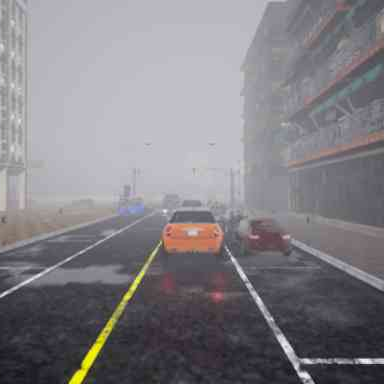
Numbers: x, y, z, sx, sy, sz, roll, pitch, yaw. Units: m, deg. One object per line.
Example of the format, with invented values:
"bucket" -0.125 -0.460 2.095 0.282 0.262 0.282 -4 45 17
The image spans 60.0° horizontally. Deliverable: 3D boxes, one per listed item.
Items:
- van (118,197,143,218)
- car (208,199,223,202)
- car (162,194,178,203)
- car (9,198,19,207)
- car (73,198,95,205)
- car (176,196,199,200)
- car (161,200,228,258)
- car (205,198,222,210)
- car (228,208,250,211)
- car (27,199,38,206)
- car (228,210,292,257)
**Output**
"van" -5.355 1.346 29.345 1.690 1.788 3.998 0 0 0
"car" 2.650 1.558 34.822 2.008 1.369 4.403 0 0 0
"car" -2.798 1.231 45.913 2.150 2.045 5.566 0 0 0
"car" -31.466 1.667 55.340 5.009 1.841 2.192 -1 0 -1
"car" -20.614 1.832 63.547 4.206 1.307 1.802 -1 1 -1
"car" 0.032 1.357 27.916 2.097 1.767 4.553 0 0 0
"car" 0.038 1.354 12.907 2.097 1.767 4.553 0 0 0
"car" 2.679 1.553 42.751 1.887 1.381 4.507 0 0 0
"car" 2.560 1.555 18.244 2.008 1.369 4.403 0 0 0
"car" -31.697 1.963 63.408 4.206 1.307 1.802 -1 1 -1
"car" 2.562 1.585 12.717 1.802 1.307 4.206 0 0 0
